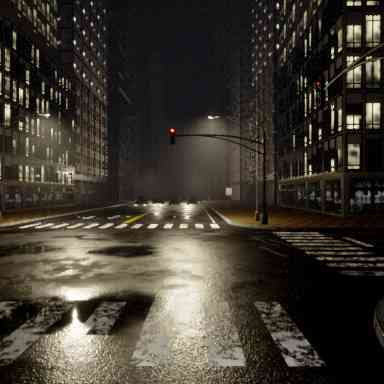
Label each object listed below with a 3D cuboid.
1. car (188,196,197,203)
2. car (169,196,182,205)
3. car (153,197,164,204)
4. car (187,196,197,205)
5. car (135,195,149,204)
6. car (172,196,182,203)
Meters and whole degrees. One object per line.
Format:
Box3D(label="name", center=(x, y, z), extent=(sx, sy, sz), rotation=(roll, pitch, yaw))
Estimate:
Box3D(label="car", center=(0.075, 1.583, 70.588), extent=(1.895, 1.301, 4.718), rotation=(0, 0, 0))
Box3D(label="car", center=(-3.187, 1.647, 59.727), extent=(2.033, 1.411, 5.357), rotation=(0, 0, 0))
Box3D(label="car", center=(-6.432, 1.680, 64.315), extent=(1.994, 1.385, 4.181), rotation=(0, 0, 0))
Box3D(label="car", center=(0.064, 1.648, 60.140), extent=(2.033, 1.411, 5.357), rotation=(0, 0, 0))
Box3D(label="car", center=(-9.682, 1.468, 64.349), extent=(2.097, 1.767, 4.553), rotation=(0, 0, 0))
Box3D(label="car", center=(-3.176, 1.522, 70.145), extent=(1.994, 1.385, 4.181), rotation=(0, 0, 0))
